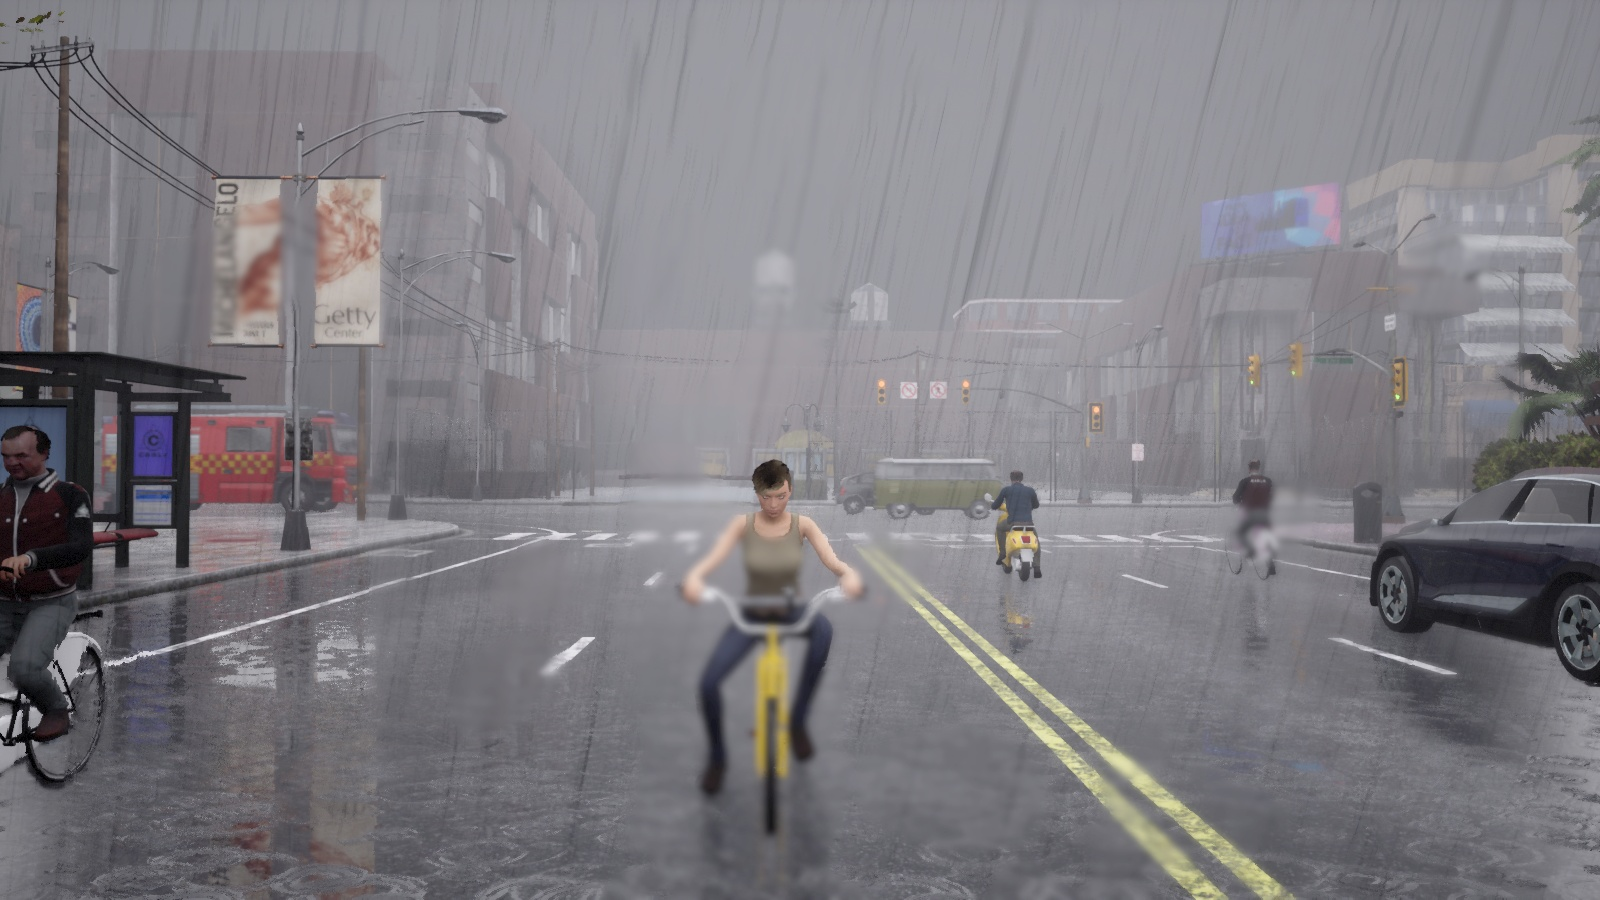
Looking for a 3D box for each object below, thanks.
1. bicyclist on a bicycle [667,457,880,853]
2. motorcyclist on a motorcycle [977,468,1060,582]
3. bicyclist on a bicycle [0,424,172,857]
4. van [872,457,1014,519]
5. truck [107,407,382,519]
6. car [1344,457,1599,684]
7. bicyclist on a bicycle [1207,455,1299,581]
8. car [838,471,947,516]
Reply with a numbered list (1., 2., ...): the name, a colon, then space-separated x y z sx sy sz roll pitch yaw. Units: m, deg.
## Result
1. bicyclist on a bicycle: -0.120 0.850 5.896 0.866 1.612 1.509 0 -1 -1
2. motorcyclist on a motorcycle: 3.196 1.066 18.522 0.866 1.590 1.817 0 -1 -1
3. bicyclist on a bicycle: -3.621 0.795 5.670 0.659 1.776 1.843 0 -1 -1
4. van: 4.624 1.238 41.134 4.442 1.987 1.775 0 -1 0
5. truck: -19.528 0.474 44.520 8.468 3.827 2.891 0 -1 0
6. car: 6.807 0.900 10.864 2.033 1.649 4.856 0 -1 -1
7. bicyclist on a bicycle: 6.694 0.971 18.659 0.659 1.776 1.843 0 -1 -1
8. car: 3.255 1.528 44.623 3.705 1.549 1.789 0 -1 0
